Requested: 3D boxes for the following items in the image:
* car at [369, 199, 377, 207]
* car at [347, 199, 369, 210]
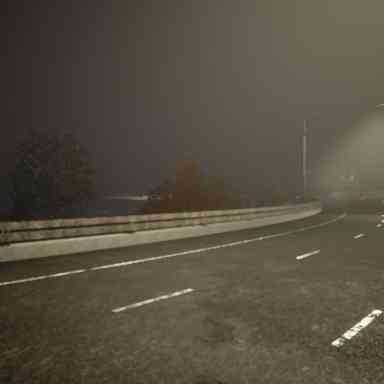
[{"bbox_3d":[30.461,1.881,57.354,1.812,1.442,4.674,0,-1,15],"label":"car"},{"bbox_3d":[24.436,1.823,49.502,1.812,1.442,4.674,0,0,17],"label":"car"}]
